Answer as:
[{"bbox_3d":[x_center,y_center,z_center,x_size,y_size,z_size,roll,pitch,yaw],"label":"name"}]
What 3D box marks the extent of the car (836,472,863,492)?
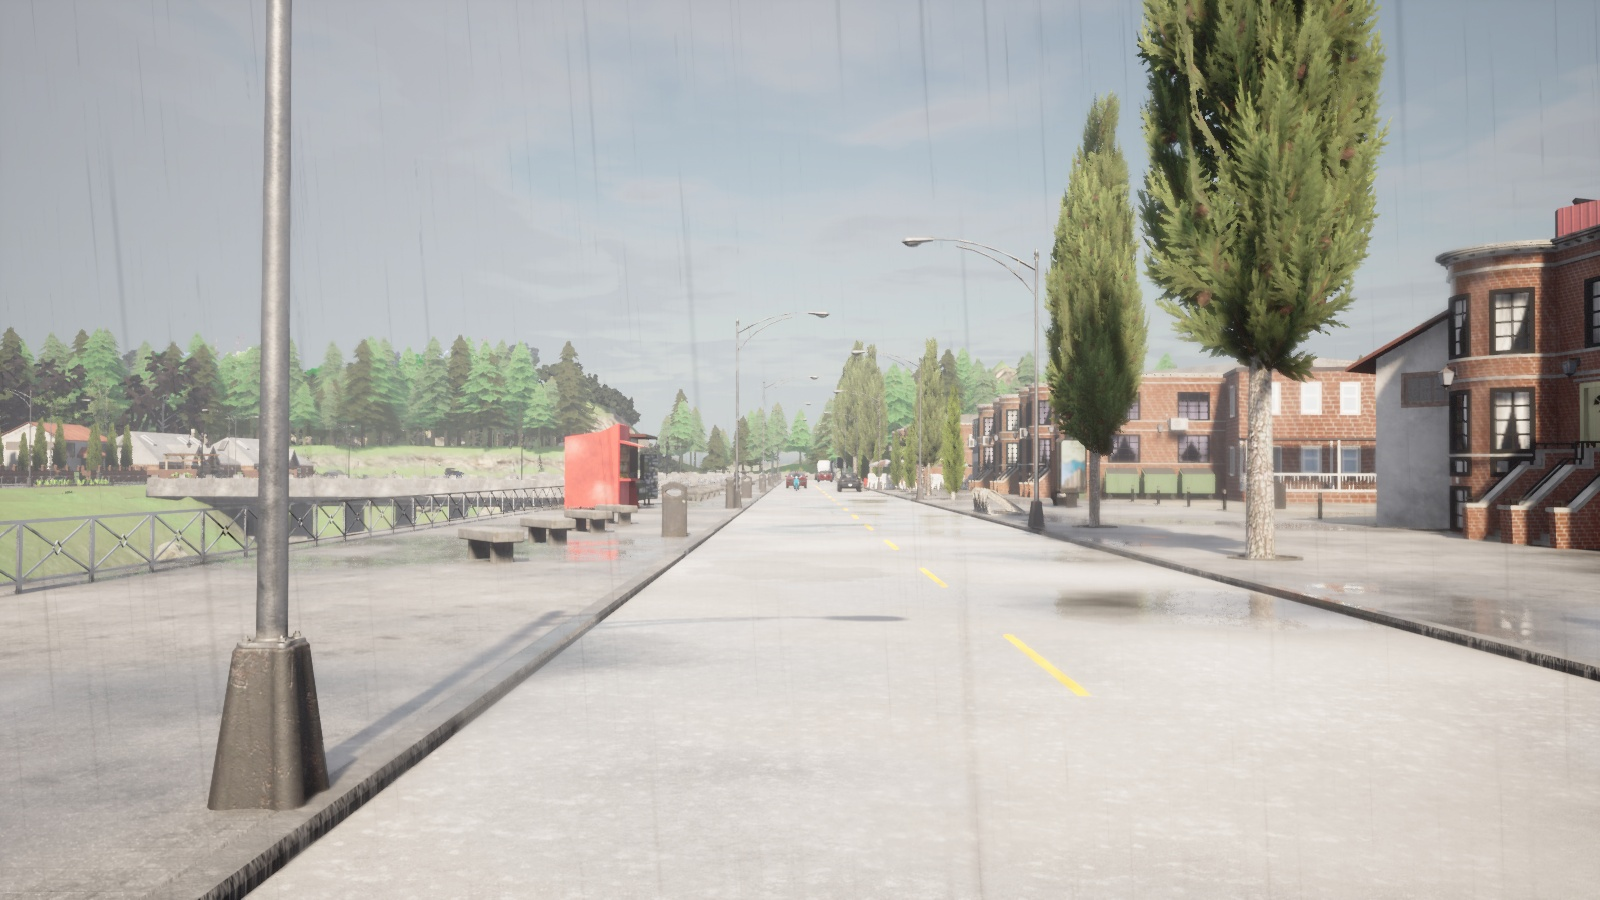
[{"bbox_3d":[3.750,2.417,95.756,1.816,1.474,4.193,0,-1,0],"label":"car"}]
